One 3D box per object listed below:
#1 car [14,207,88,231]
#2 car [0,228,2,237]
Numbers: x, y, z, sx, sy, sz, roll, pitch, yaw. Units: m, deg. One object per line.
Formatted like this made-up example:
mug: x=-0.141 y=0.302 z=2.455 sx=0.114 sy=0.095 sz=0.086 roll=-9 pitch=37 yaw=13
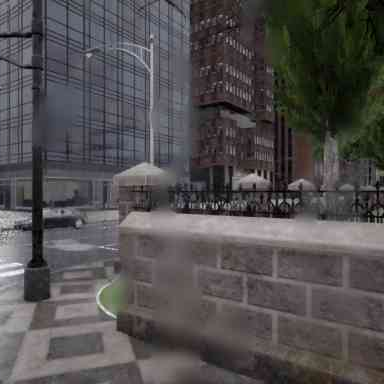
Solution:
car: x=-8.425 y=1.632 z=20.205 sx=2.008 sy=1.369 sz=4.403 roll=0 pitch=-1 yaw=36
car: x=-10.180 y=1.556 z=13.202 sx=1.812 sy=1.442 sz=4.674 roll=0 pitch=-1 yaw=36
